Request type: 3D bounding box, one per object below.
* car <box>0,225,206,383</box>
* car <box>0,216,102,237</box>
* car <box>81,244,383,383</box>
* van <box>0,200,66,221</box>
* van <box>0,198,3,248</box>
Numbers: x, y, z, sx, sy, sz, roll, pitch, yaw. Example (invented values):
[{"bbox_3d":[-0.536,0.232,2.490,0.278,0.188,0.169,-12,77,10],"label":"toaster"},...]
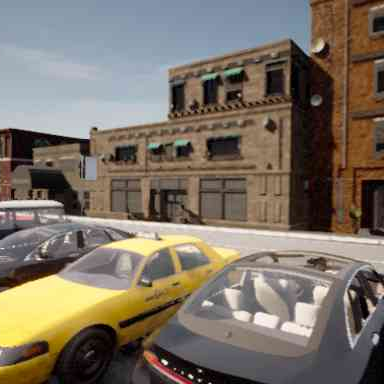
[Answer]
[{"bbox_3d":[-0.950,1.475,5.597,1.946,1.575,5.366,0,0,36],"label":"car"},{"bbox_3d":[-3.104,1.479,7.370,2.231,1.521,4.892,0,0,36],"label":"car"},{"bbox_3d":[1.420,1.481,4.127,2.231,1.521,4.892,0,0,36],"label":"car"},{"bbox_3d":[-5.306,1.250,9.076,1.878,1.987,4.442,0,0,36],"label":"van"},{"bbox_3d":[-9.736,1.247,12.237,1.878,1.987,4.442,0,0,36],"label":"van"}]
